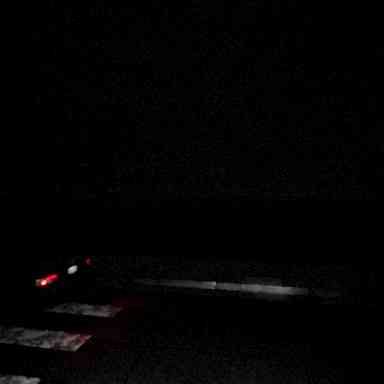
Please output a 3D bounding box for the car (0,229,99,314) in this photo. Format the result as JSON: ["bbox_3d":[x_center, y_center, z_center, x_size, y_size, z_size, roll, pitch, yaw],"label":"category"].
[{"bbox_3d":[-4.619,1.440,6.573,5.357,1.411,2.033,0,2,12],"label":"car"}]
